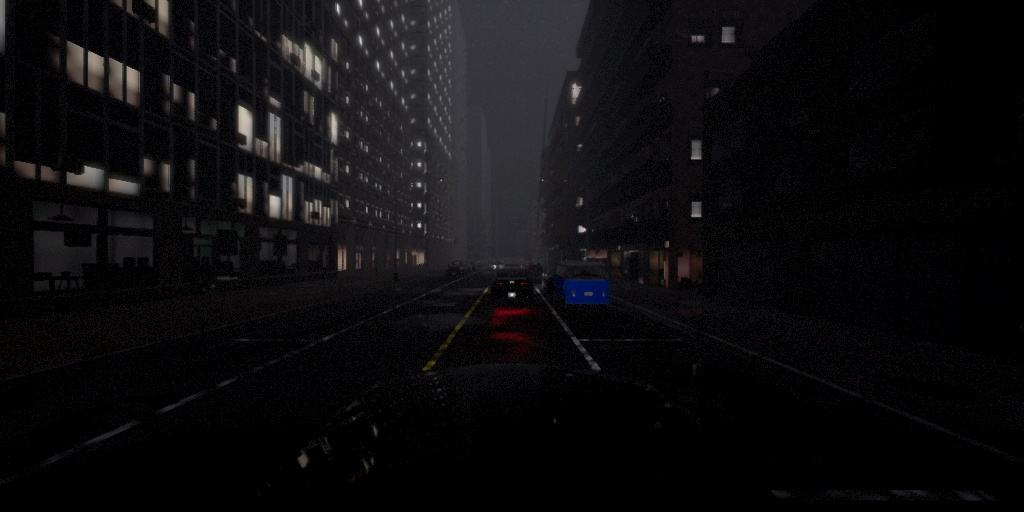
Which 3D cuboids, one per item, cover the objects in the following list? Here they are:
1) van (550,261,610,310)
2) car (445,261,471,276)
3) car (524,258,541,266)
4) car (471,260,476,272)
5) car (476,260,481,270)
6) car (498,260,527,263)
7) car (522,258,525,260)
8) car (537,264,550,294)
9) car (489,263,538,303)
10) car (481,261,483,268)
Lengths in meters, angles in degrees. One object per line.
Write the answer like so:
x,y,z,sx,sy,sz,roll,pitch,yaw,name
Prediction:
2.690,1.091,14.413,1.690,1.789,3.998,0,0,0,van
-5.690,1.194,37.008,1.967,1.591,4.097,0,0,0,car
2.690,1.300,42.655,1.888,1.381,4.507,0,0,0,car
-5.690,1.337,42.656,1.802,1.307,4.207,0,0,0,car
-5.691,1.322,48.305,1.948,1.339,4.313,0,0,0,car
0.000,1.327,31.500,1.994,1.385,4.181,0,0,0,car
2.690,1.284,54.123,1.751,1.417,4.829,0,0,0,car
2.691,1.317,20.062,1.948,1.339,4.313,0,0,0,car
0.000,1.268,16.500,1.837,1.490,4.892,0,0,0,car
-5.690,1.343,59.602,1.802,1.307,4.207,0,0,0,car
